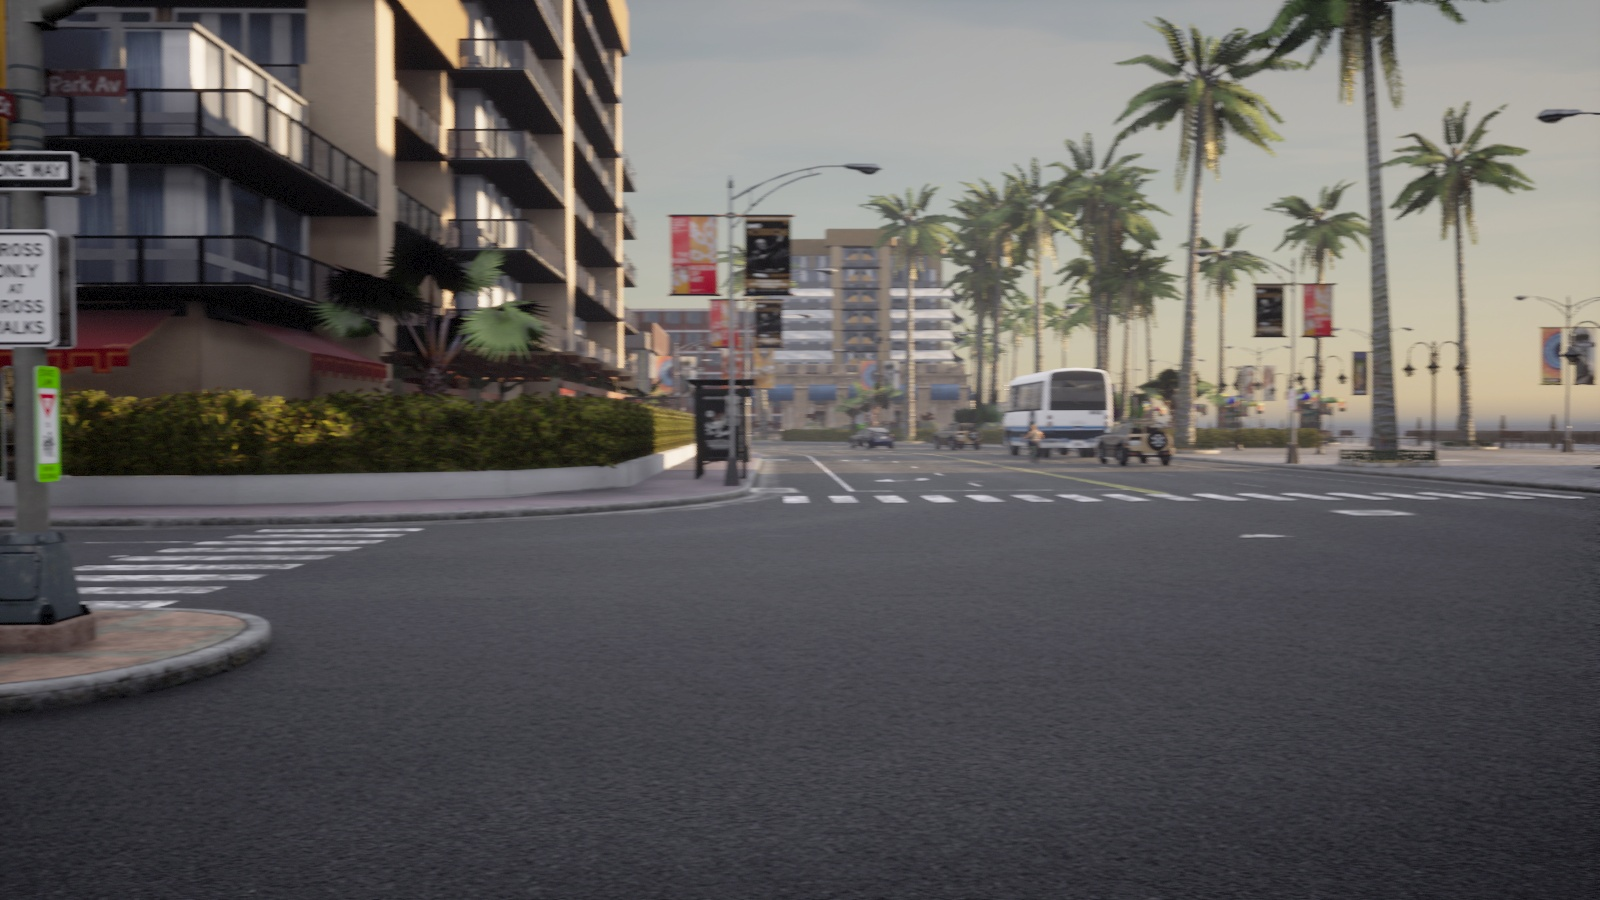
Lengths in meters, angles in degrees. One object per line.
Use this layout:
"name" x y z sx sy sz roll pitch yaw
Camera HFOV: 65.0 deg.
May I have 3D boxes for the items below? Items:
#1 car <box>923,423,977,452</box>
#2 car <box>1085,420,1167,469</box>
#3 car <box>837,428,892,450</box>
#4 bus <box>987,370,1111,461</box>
"car" 9.783 -0.851 82.301 1.932 1.855 4.605 0 1 -14
"car" 12.816 -0.238 49.609 1.932 1.855 4.605 0 1 -1
"car" 4.460 -0.780 87.568 2.163 1.488 4.792 0 1 -19
"bus" 12.430 -1.699 64.032 3.944 4.253 10.273 0 1 -2
